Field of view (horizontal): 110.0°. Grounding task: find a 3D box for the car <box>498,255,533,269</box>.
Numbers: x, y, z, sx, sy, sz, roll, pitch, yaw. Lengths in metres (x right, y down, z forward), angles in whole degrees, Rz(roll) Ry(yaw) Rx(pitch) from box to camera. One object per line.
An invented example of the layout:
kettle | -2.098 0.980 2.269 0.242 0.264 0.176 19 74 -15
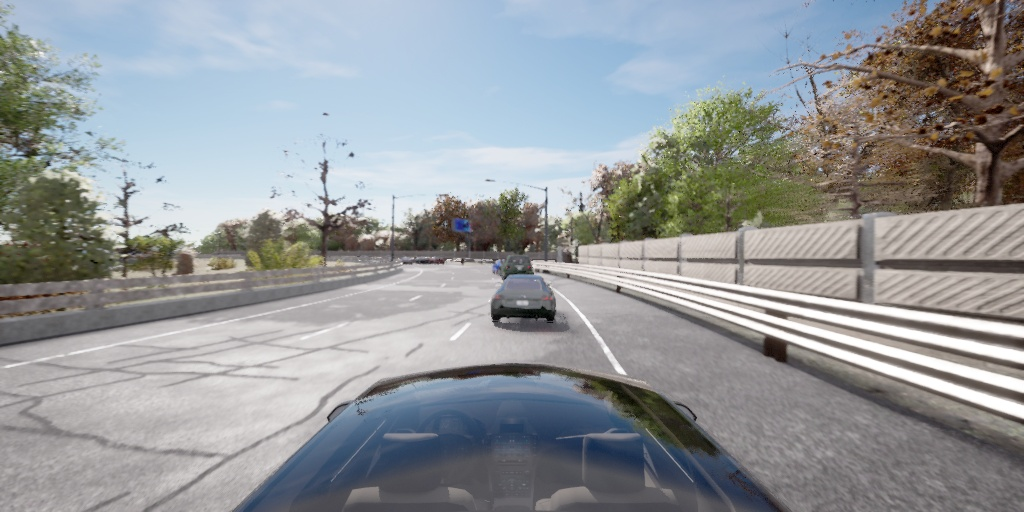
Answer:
car | 0.309 0.970 27.745 2.150 2.045 5.566 1 0 -5

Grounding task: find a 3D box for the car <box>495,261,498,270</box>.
car | -0.253 1.308 34.504 1.994 1.385 4.181 1 0 -7

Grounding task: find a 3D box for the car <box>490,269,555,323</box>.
car | 0.425 1.316 12.262 1.994 1.385 4.181 1 0 4

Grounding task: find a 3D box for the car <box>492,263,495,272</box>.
car | -1.001 1.214 38.924 1.882 1.535 5.008 1 0 -11
